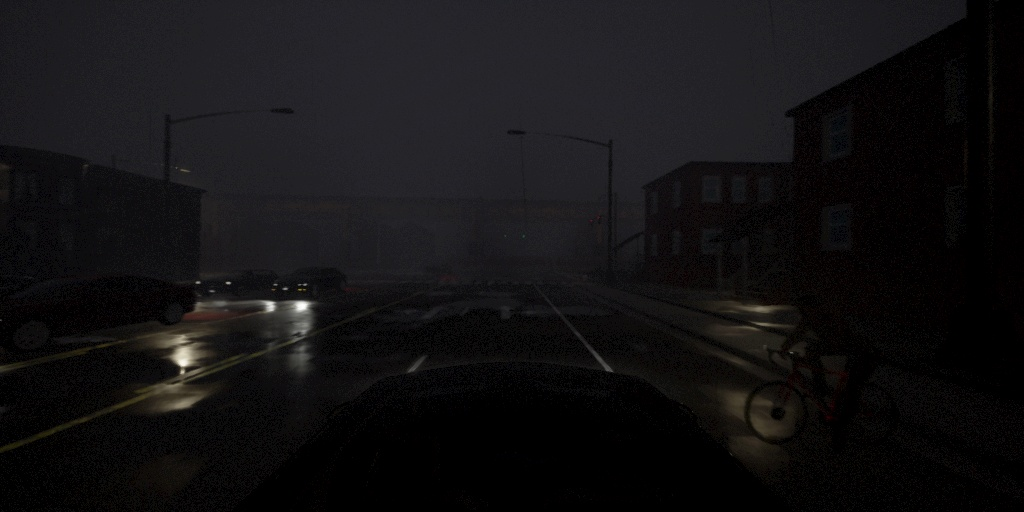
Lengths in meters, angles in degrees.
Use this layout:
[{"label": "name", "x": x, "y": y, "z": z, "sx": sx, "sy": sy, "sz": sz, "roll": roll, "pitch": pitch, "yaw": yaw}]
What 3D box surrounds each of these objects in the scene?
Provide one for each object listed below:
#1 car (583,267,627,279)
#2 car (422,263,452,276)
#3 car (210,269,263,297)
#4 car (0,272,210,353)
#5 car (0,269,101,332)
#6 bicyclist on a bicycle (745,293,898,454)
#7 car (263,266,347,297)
[{"label": "car", "x": 10.070, "y": 1.765, "z": 37.891, "sx": 4.718, "sy": 1.301, "sz": 1.895, "roll": 1, "pitch": -1, "yaw": -1}, {"label": "car", "x": -8.898, "y": 1.507, "z": 42.306, "sx": 2.128, "sy": 1.511, "sz": 4.902, "roll": 1, "pitch": -1, "yaw": -41}, {"label": "car", "x": -14.085, "y": 1.363, "z": 19.055, "sx": 1.895, "sy": 1.301, "sz": 4.718, "roll": 1, "pitch": 0, "yaw": 0}, {"label": "car", "x": -10.598, "y": 1.186, "z": 8.857, "sx": 1.882, "sy": 1.535, "sz": 5.008, "roll": 1, "pitch": 0, "yaw": 0}, {"label": "car", "x": -14.100, "y": 1.163, "z": 8.897, "sx": 2.128, "sy": 1.511, "sz": 4.902, "roll": 0, "pitch": -1, "yaw": 0}, {"label": "bicyclist on a bicycle", "x": 3.320, "y": 1.226, "z": 3.844, "sx": 1.656, "sy": 1.620, "sz": 0.582, "roll": 1, "pitch": 0, "yaw": 0}, {"label": "car", "x": -10.582, "y": 1.303, "z": 19.176, "sx": 1.837, "sy": 1.490, "sz": 4.892, "roll": 1, "pitch": 0, "yaw": 0}]
